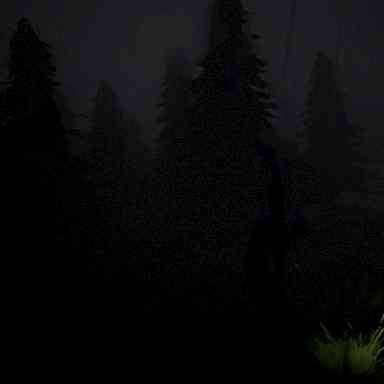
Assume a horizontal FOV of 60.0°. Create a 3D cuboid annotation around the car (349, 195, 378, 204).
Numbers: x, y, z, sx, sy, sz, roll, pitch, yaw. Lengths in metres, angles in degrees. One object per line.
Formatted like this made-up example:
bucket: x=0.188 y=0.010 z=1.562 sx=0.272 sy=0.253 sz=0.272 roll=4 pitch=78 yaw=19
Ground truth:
car: x=22.355 y=1.136 z=43.473 sx=1.895 sy=1.301 sz=4.718 roll=-5 pitch=3 yaw=4
